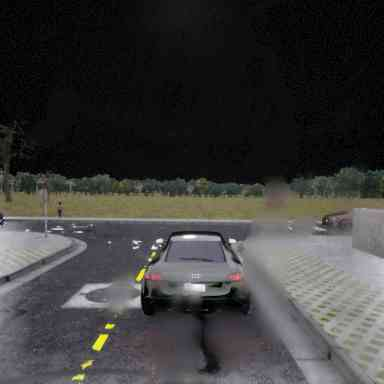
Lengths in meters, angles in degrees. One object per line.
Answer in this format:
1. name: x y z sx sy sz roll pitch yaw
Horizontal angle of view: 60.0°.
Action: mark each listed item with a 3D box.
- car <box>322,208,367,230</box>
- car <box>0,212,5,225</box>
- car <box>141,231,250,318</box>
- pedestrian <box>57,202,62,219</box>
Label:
1. car: 10.762 1.724 21.711 4.181 1.385 1.994 1 0 -1
2. car: -13.140 1.307 18.558 5.008 1.535 1.882 1 0 0
3. car: 0.087 1.562 7.537 1.994 1.385 4.181 0 0 1
4. pedestrian: -9.719 0.998 24.448 0.375 1.860 0.375 0 -1 0
